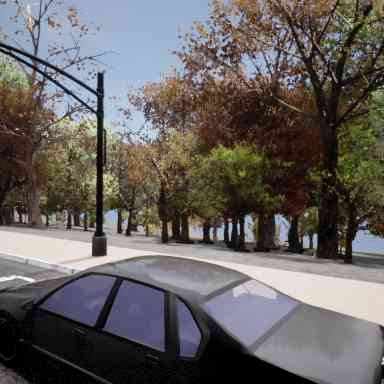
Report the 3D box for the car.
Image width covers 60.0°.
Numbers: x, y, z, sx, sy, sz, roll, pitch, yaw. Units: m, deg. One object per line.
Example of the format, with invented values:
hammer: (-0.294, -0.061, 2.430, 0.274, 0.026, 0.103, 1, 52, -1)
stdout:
car: (-0.558, 1.547, 4.076, 5.357, 1.411, 2.033, 0, 0, 35)
